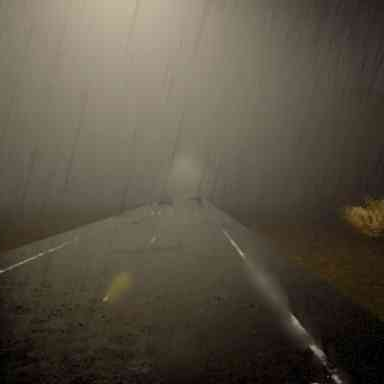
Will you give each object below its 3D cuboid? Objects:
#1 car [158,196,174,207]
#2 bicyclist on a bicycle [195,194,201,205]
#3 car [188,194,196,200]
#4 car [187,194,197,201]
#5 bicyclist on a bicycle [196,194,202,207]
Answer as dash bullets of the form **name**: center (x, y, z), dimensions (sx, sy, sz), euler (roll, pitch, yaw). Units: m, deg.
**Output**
- **car**: center (-3.584, 1.252, 46.006), dimensions (1.812, 1.442, 4.674), euler (0, 0, 0)
- **bicyclist on a bicycle**: center (0.929, 1.139, 50.148), dimensions (0.866, 1.612, 1.509), euler (0, 0, 0)
- **car**: center (-0.005, 1.085, 78.676), dimensions (1.994, 1.385, 4.181), euler (0, 0, 0)
- **car**: center (-0.005, 1.082, 66.588), dimensions (1.882, 1.535, 5.008), euler (0, 0, 0)
- **bicyclist on a bicycle**: center (0.960, 1.213, 40.375), dimensions (0.582, 1.620, 1.656), euler (0, 0, 0)
